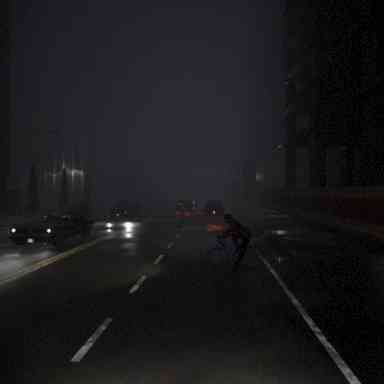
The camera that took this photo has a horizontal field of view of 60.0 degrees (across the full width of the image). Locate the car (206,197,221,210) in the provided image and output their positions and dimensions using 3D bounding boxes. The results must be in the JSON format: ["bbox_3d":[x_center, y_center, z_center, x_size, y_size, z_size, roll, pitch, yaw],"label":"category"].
[{"bbox_3d":[2.916,1.476,43.864,1.882,1.535,5.008,0,0,6],"label":"car"}]

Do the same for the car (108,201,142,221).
[{"bbox_3d":[-5.383,1.505,27.231,1.837,1.490,4.892,0,0,4],"label":"car"}]

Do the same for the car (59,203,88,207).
[{"bbox_3d":[-8.987,1.547,24.882,2.033,1.411,5.357,0,0,4],"label":"car"}]

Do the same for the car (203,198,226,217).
[{"bbox_3d":[2.091,1.503,31.368,1.837,1.490,4.892,0,0,4],"label":"car"}]

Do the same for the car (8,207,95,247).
[{"bbox_3d":[-6.196,1.600,15.240,1.895,1.301,4.718,0,0,4],"label":"car"}]

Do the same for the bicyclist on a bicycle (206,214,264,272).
[{"bbox_3d":[1.189,1.438,9.418,1.656,1.620,0.582,-2,0,4],"label":"bicyclist on a bicycle"}]

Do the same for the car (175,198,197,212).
[{"bbox_3d":[-0.885,1.490,39.359,2.128,1.511,4.902,0,0,4],"label":"car"}]
